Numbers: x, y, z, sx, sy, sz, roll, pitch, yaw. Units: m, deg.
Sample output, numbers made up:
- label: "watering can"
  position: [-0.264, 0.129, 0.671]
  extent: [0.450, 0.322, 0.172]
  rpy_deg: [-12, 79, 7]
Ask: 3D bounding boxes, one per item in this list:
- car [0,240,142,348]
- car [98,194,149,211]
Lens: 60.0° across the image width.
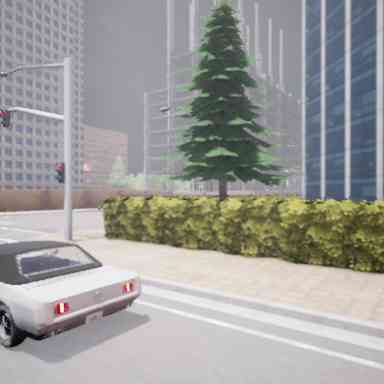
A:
- label: "car"
  position: [-3.262, 1.590, 6.296]
  extent: [4.718, 1.301, 1.895]
  rpy_deg: [0, 0, 36]
- label: "car"
  position: [-6.591, 1.235, 34.614]
  extent: [2.150, 2.045, 5.566]
  rpy_deg: [0, 0, 35]
